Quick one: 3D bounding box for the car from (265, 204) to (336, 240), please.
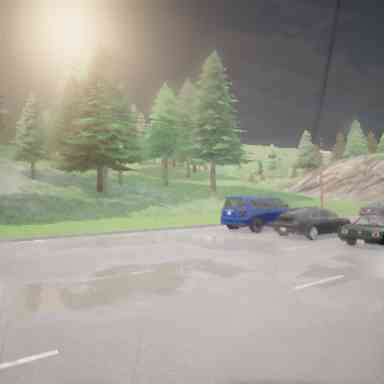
[{"bbox_3d":[6.236,1.513,16.916,4.892,1.490,1.837,0,0,-35],"label":"car"}]

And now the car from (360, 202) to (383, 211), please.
[{"bbox_3d":[16.416,1.560,28.476,5.357,1.411,2.033,0,0,-35],"label":"car"}]

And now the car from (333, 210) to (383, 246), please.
[{"bbox_3d":[8.293,1.613,14.084,4.718,1.301,1.895,0,0,-35],"label":"car"}]

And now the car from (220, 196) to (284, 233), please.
[{"bbox_3d":[4.228,1.255,19.782,5.566,2.045,2.150,0,0,-35],"label":"car"}]
